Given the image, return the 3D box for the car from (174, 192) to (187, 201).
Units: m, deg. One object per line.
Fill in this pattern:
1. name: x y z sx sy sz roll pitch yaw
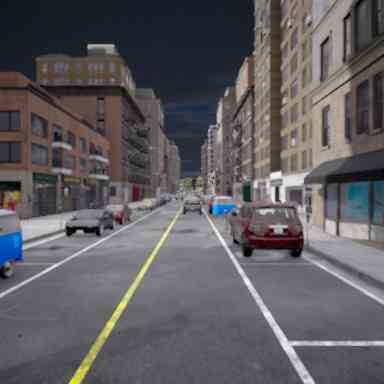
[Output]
1. car: -2.733 1.301 75.544 1.837 1.490 4.892 0 0 0

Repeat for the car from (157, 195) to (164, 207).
1. car: -5.388 1.475 45.238 2.008 1.369 4.403 0 0 0

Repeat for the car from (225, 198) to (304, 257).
1. car: 2.708 1.293 12.799 2.192 1.841 5.009 0 0 0

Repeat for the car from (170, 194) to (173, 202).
1. car: -5.377 1.469 66.863 1.802 1.307 4.206 0 0 0

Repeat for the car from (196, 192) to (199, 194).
1. car: 2.658 1.410 83.081 2.008 1.369 4.403 0 0 0

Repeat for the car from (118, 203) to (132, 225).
1. car: -5.398 1.506 23.613 1.887 1.381 4.507 0 0 0

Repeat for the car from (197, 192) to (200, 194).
1. car: 2.662 1.393 77.844 1.752 1.417 4.829 0 0 0

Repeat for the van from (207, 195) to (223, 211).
1. van: 2.689 1.274 39.831 1.690 1.788 3.998 0 0 0

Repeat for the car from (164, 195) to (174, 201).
1. car: -5.372 1.419 77.675 2.008 1.369 4.403 0 0 0

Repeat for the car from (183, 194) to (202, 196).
1. car: 0.059 1.397 47.431 1.882 1.535 5.008 0 0 1

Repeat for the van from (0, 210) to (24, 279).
1. van: -5.406 1.329 7.394 1.690 1.788 3.998 0 0 0

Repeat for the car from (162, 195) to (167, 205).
1. car: -5.385 1.480 50.644 1.947 1.339 4.313 0 0 0

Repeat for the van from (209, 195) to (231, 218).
1. van: 2.696 1.292 29.018 1.690 1.788 3.998 0 0 0

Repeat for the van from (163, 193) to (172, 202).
1. van: -5.375 1.219 72.269 1.690 1.788 3.998 0 0 0

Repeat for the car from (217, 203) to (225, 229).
1. car: 2.704 1.520 18.206 2.008 1.369 4.403 0 0 0

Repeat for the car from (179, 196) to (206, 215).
1. car: 0.066 1.436 33.434 2.128 1.511 4.902 0 0 1

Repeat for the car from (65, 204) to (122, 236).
1. car: -5.401 1.536 18.207 1.947 1.339 4.313 0 0 0

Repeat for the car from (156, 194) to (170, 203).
1. car: -5.383 1.220 56.050 2.192 1.841 5.009 0 0 0

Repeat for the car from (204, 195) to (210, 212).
1. car: 2.693 1.257 34.425 2.192 1.841 5.009 0 0 0

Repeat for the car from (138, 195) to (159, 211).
1. car: -5.390 1.459 39.662 1.752 1.417 4.829 0 0 0
